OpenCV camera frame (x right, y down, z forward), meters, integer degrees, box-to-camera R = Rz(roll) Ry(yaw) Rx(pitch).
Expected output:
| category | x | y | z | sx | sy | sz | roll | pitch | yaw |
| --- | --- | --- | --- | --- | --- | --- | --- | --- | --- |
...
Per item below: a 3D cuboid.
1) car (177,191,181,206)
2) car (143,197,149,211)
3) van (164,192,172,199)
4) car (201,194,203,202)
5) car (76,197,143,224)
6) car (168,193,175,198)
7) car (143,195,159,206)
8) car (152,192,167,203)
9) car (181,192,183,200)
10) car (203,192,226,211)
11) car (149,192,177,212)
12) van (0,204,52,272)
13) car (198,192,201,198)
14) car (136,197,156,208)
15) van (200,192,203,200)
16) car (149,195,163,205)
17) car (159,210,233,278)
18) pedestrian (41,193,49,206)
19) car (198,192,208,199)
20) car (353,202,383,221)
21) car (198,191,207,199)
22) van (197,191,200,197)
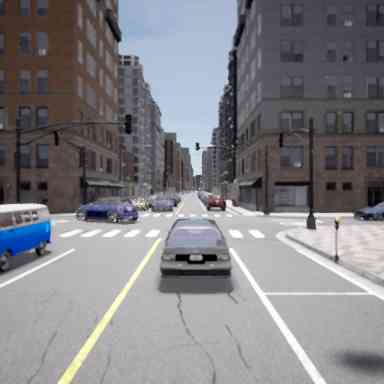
| category | x | y | z | sx | sy | sz | roll | pitch | yaw |
| --- | --- | --- | --- | --- | --- | --- | --- | --- | --- |
| car | -3.098 | 0.971 | 45.443 | 2.150 | 2.045 | 5.566 | 0 | 0 | 1 |
| car | -5.852 | 1.327 | 37.148 | 1.752 | 1.417 | 4.829 | 0 | 0 | 0 |
| van | -5.846 | 0.846 | 82.556 | 1.690 | 1.788 | 3.998 | 0 | 0 | 0 |
| car | 2.675 | 1.274 | 48.603 | 1.887 | 1.381 | 4.507 | 0 | 0 | 0 |
| car | -6.090 | 1.221 | 23.691 | 4.553 | 1.767 | 2.097 | 0 | 0 | 31 |
| car | -5.846 | 1.013 | 93.867 | 1.802 | 1.307 | 4.206 | 0 | 0 | 0 |
| car | -5.851 | 1.255 | 48.458 | 1.752 | 1.417 | 4.829 | 0 | 0 | 0 |
| car | -5.849 | 0.971 | 59.937 | 2.192 | 1.841 | 5.009 | 0 | 0 | 0 |
| car | -3.045 | 1.178 | 55.318 | 2.128 | 1.511 | 4.902 | 0 | 0 | 0 |
| car | 2.674 | 1.115 | 37.288 | 2.192 | 1.841 | 5.009 | 0 | 0 | 0 |
| car | -3.092 | 1.161 | 35.894 | 2.097 | 1.767 | 4.553 | 0 | 0 | 0 |
| van | -5.857 | 1.301 | 10.302 | 1.690 | 1.788 | 3.998 | 0 | 0 | 0 |
| car | 2.677 | 1.143 | 65.743 | 1.752 | 1.417 | 4.829 | 0 | 0 | 0 |
| car | -5.852 | 1.331 | 42.974 | 1.947 | 1.339 | 4.313 | 0 | 0 | 0 |
| van | 2.676 | 1.034 | 54.259 | 1.690 | 1.788 | 3.998 | 0 | 0 | 0 |
| car | -5.850 | 1.219 | 54.113 | 1.752 | 1.417 | 4.829 | 0 | 0 | 0 |
| car | 0.098 | 1.509 | 9.981 | 2.033 | 1.411 | 5.357 | 0 | 0 | 0 |
| pedestrian | -12.548 | 0.992 | 28.268 | 0.375 | 1.860 | 0.375 | 0 | 0 | 1 |
| car | 2.680 | 0.820 | 82.540 | 2.192 | 1.841 | 5.009 | 0 | 0 | 0 |
| car | 15.071 | 1.414 | 24.809 | 5.357 | 1.411 | 2.033 | 0 | 0 | 1 |
| car | 2.680 | 0.781 | 88.197 | 2.192 | 1.841 | 5.009 | 0 | 0 | 0 |
| van | 2.679 | 0.884 | 76.884 | 1.690 | 1.788 | 3.998 | 0 | 0 | 0 |
